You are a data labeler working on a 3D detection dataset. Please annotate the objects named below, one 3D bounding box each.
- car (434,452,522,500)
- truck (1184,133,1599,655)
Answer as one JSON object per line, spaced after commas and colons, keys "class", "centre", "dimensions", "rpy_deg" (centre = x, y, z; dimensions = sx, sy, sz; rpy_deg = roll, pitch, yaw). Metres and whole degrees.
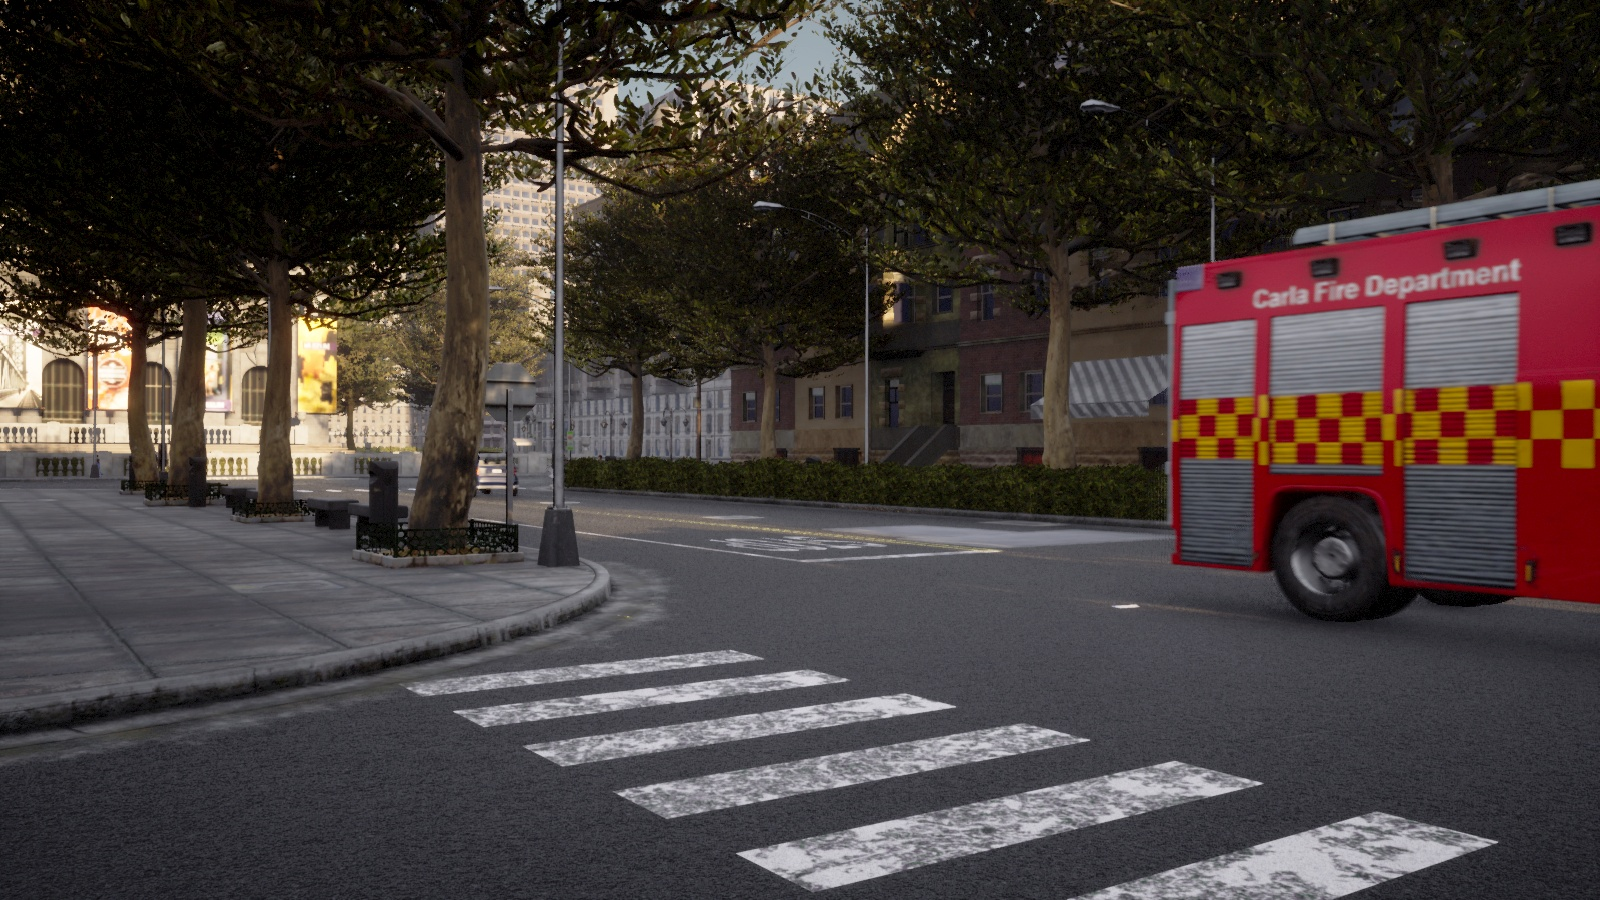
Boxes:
{"class": "car", "centre": [-11.106, 0.853, 43.227], "dimensions": [1.789, 1.549, 3.705], "rpy_deg": [0, 0, -34]}
{"class": "truck", "centre": [7.335, -0.412, 9.616], "dimensions": [2.891, 3.827, 8.468], "rpy_deg": [0, 0, -34]}
